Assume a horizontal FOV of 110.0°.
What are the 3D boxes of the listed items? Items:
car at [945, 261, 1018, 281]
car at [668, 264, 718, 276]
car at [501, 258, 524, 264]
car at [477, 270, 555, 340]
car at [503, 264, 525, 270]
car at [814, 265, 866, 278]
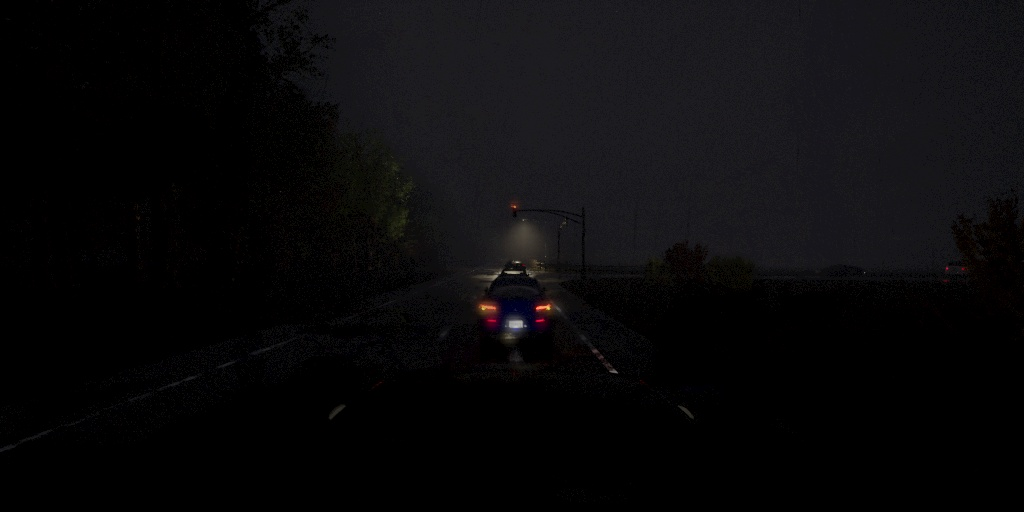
[{"bbox_3d":[48.533,1.500,37.181,5.566,2.045,2.150,1,-1,0],"label":"car"},{"bbox_3d":[20.642,1.581,40.888,5.357,1.411,2.033,1,-1,0],"label":"car"},{"bbox_3d":[0.403,1.304,50.138,2.033,1.411,5.357,0,0,-13],"label":"car"},{"bbox_3d":[0.097,1.278,9.873,1.812,1.442,4.674,0,0,0],"label":"car"},{"bbox_3d":[0.091,1.319,18.628,1.994,1.385,4.181,0,0,0],"label":"car"},{"bbox_3d":[37.248,1.708,40.814,4.902,1.511,2.128,1,-1,0],"label":"car"}]
